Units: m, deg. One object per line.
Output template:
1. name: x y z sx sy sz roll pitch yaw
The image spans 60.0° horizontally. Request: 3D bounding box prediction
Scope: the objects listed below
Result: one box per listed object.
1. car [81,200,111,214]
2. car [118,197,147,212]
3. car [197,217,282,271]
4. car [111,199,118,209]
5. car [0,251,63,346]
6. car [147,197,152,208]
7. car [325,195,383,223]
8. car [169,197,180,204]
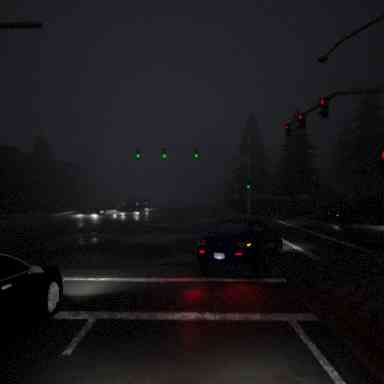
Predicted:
1. car: -10.611 1.572 36.298 1.812 1.442 4.674 0 0 0
2. car: -7.112 1.404 40.355 2.097 1.767 4.553 0 0 0
3. car: 1.670 1.540 11.025 1.812 1.442 4.674 -1 0 24
4. car: -10.607 1.659 45.397 1.895 1.301 4.718 0 0 0
5. car: -3.415 1.511 4.532 1.837 1.490 4.892 0 0 0
6. car: -7.092 1.568 49.497 1.837 1.490 4.892 0 0 0
7. car: 13.087 1.255 25.094 5.566 2.045 2.150 0 0 0
8. car: -3.428 1.646 63.954 1.994 1.385 4.181 0 0 0
